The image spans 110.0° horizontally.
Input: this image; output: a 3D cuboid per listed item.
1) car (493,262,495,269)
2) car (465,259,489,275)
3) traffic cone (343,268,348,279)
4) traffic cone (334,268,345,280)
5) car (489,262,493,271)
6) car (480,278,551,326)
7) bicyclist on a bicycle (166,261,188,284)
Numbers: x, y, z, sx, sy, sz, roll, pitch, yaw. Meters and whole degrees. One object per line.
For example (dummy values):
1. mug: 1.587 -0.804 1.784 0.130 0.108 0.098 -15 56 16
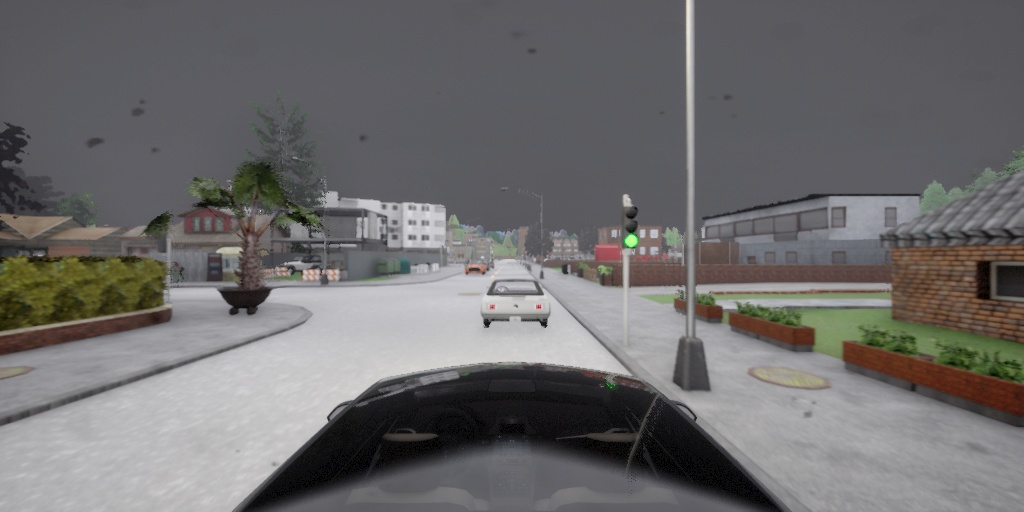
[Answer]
1. car: -3.973 1.452 60.107 1.994 1.385 4.181 0 0 0
2. car: -4.076 1.195 40.911 2.097 1.767 4.553 0 0 0
3. traffic cone: -15.375 1.633 33.265 0.344 0.586 0.344 0 0 0
4. traffic cone: -15.737 1.635 32.695 0.344 0.586 0.344 0 0 0
5. car: -4.051 1.370 50.292 1.837 1.490 4.892 0 0 0
6. car: 0.100 1.374 11.643 1.895 1.301 4.718 0 0 0
7. bicyclist on a bicycle: -24.000 1.156 25.724 0.582 1.620 1.656 0 0 0
